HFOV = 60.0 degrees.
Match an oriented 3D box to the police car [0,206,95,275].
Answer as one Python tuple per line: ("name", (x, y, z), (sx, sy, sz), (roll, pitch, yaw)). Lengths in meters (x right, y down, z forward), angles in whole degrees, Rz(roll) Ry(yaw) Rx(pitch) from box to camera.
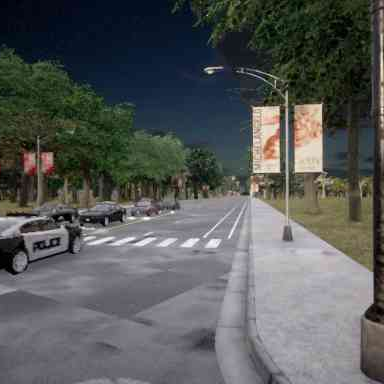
("police car", (-5.381, 1.459, 10.866), (1.930, 1.638, 5.238), (0, 0, 10))

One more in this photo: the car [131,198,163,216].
("car", (-4.714, 1.654, 33.873), (1.812, 1.442, 4.674), (0, 0, 10))

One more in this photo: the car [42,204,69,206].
("car", (-9.866, 1.601, 23.420), (2.128, 1.511, 4.902), (0, 0, 10))

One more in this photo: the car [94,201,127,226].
("car", (-6.406, 1.574, 24.285), (1.882, 1.535, 5.008), (0, 0, 10))

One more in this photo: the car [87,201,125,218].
("car", (-8.256, 1.665, 32.482), (1.812, 1.442, 4.674), (0, 0, 10))

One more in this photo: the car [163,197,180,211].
("car", (-2.949, 1.515, 43.877), (2.097, 1.767, 4.553), (0, 0, 10))
